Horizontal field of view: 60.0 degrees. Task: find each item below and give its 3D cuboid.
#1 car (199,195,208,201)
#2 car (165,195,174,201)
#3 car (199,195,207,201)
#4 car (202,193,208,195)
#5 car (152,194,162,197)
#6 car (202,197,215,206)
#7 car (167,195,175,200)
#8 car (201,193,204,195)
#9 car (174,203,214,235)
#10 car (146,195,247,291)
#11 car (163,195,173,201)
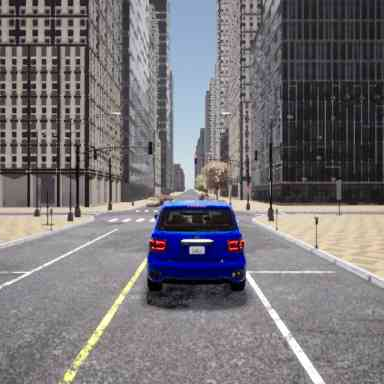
[{"bbox_3d":[2.690,1.411,78.828,1.752,1.417,4.829,0,0,0],"label":"car"},{"bbox_3d":[-5.691,1.421,84.338,2.008,1.369,4.403,0,0,0],"label":"car"},{"bbox_3d":[2.690,1.415,84.333,1.887,1.381,4.507,0,0,0],"label":"car"},{"bbox_3d":[2.821,1.395,50.283,1.967,1.590,4.097,0,0,0],"label":"car"},{"bbox_3d":[-5.819,1.481,50.113,1.752,1.417,4.829,0,0,0],"label":"car"},{"bbox_3d":[2.790,1.495,55.961,2.008,1.369,4.403,0,0,0],"label":"car"},{"bbox_3d":[-5.691,1.403,90.014,2.008,1.369,4.403,0,0,0],"label":"car"},{"bbox_3d":[2.692,1.217,72.984,2.192,1.841,5.009,0,0,0],"label":"car"},{"bbox_3d":[0.095,1.484,19.841,2.128,1.511,4.902,0,0,0],"label":"car"},{"bbox_3d":[0.098,1.220,9.112,2.150,2.045,5.566,0,0,0],"label":"car"},{"bbox_3d":[-5.690,1.431,78.663,1.887,1.381,4.507,0,0,0],"label":"car"}]
